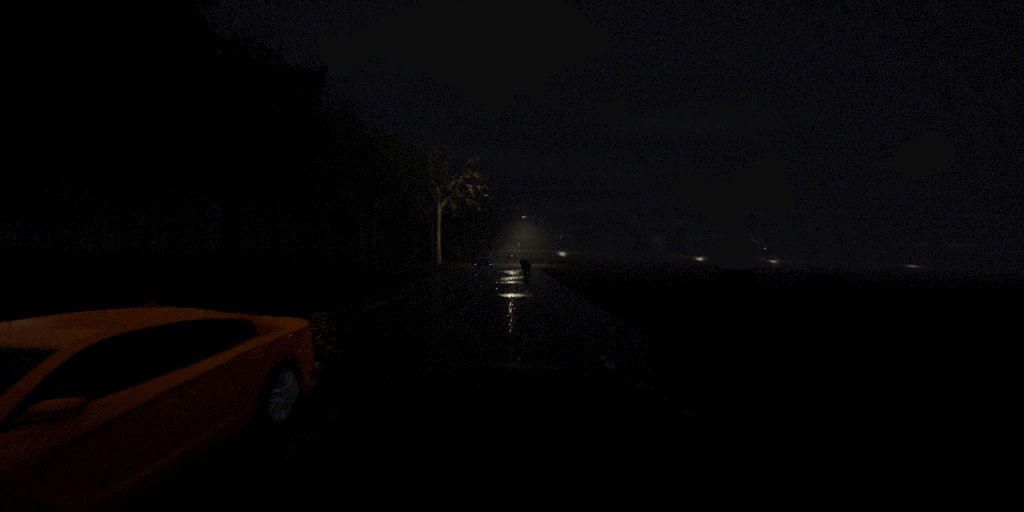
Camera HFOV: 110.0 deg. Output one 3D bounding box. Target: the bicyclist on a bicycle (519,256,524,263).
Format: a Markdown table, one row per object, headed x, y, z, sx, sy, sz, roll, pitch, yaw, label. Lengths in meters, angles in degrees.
| x | y | z | sx | sy | sz | roll | pitch | yaw | label |
| --- | --- | --- | --- | --- | --- | --- | --- | --- | --- |
| 0.968 | 0.883 | 31.828 | 0.659 | 1.776 | 1.843 | 0 | 1 | 0 | bicyclist on a bicycle |

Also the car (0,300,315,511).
| x | y | z | sx | sy | sz | roll | pitch | yaw | label |
| --- | --- | --- | --- | --- | --- | --- | --- | --- | --- |
| -3.596 | 1.220 | 2.763 | 1.882 | 1.535 | 5.008 | 0 | 0 | 0 | car |

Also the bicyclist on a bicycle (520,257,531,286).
| x | y | z | sx | sy | sz | roll | pitch | yaw | label |
| --- | --- | --- | --- | --- | --- | --- | --- | --- | --- |
| 0.966 | 1.050 | 22.651 | 0.582 | 1.620 | 1.656 | 0 | 0 | 0 | bicyclist on a bicycle |

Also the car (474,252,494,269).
| x | y | z | sx | sy | sz | roll | pitch | yaw | label |
| --- | --- | --- | --- | --- | --- | --- | --- | --- | --- |
| -3.546 | 0.531 | 46.469 | 2.150 | 2.045 | 5.566 | 0 | 1 | 1 | car |
